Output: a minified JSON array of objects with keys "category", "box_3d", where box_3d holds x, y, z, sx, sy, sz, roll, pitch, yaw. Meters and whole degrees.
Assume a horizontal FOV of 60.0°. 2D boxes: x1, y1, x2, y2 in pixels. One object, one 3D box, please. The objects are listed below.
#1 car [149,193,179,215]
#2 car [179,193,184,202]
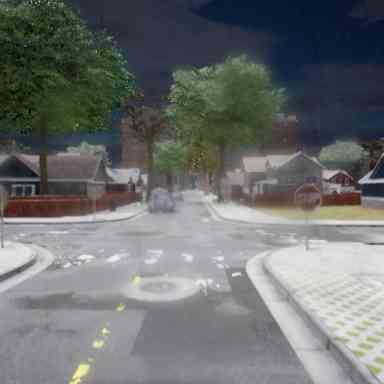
[{"category":"car","box_3d":[-2.514,0.973,29.138,2.097,1.767,4.553,0,1,1]},{"category":"car","box_3d":[-2.303,0.819,54.539,1.812,1.442,4.674,0,1,0]}]
